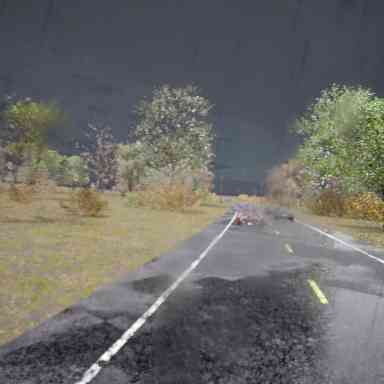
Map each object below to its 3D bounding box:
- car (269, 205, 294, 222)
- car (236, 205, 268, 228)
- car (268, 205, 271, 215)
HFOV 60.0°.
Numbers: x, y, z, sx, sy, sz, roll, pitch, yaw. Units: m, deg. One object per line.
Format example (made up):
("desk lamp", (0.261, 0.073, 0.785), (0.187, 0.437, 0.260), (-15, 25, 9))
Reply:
("car", (10.156, 2.464, 37.212), (1.994, 1.385, 4.181), (3, 0, 9))
("car", (4.821, 1.869, 27.528), (2.097, 1.767, 4.553), (3, 0, 10))
("car", (11.931, 2.659, 48.797), (1.994, 1.385, 4.181), (3, 0, 8))
